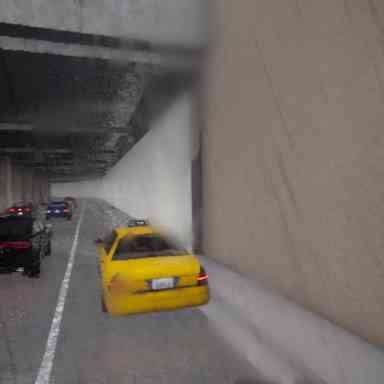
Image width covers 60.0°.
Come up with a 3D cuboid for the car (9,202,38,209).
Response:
[{"bbox_3d":[-15.920,1.622,31.598,1.895,1.301,4.718,-1,0,-18],"label":"car"}]

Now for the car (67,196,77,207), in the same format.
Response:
[{"bbox_3d":[-16.750,1.379,45.495,1.801,1.575,5.366,-1,0,-18],"label":"car"}]

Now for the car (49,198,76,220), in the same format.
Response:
[{"bbox_3d":[-11.008,1.512,27.661,2.033,1.411,5.357,-1,0,-18],"label":"car"}]

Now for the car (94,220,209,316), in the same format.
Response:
[{"bbox_3d":[-1.232,1.409,7.672,1.801,1.575,5.366,-1,0,-18],"label":"car"}]

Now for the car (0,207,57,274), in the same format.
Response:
[{"bbox_3d":[-5.510,1.486,10.265,1.882,1.535,5.008,-1,0,-18],"label":"car"}]
